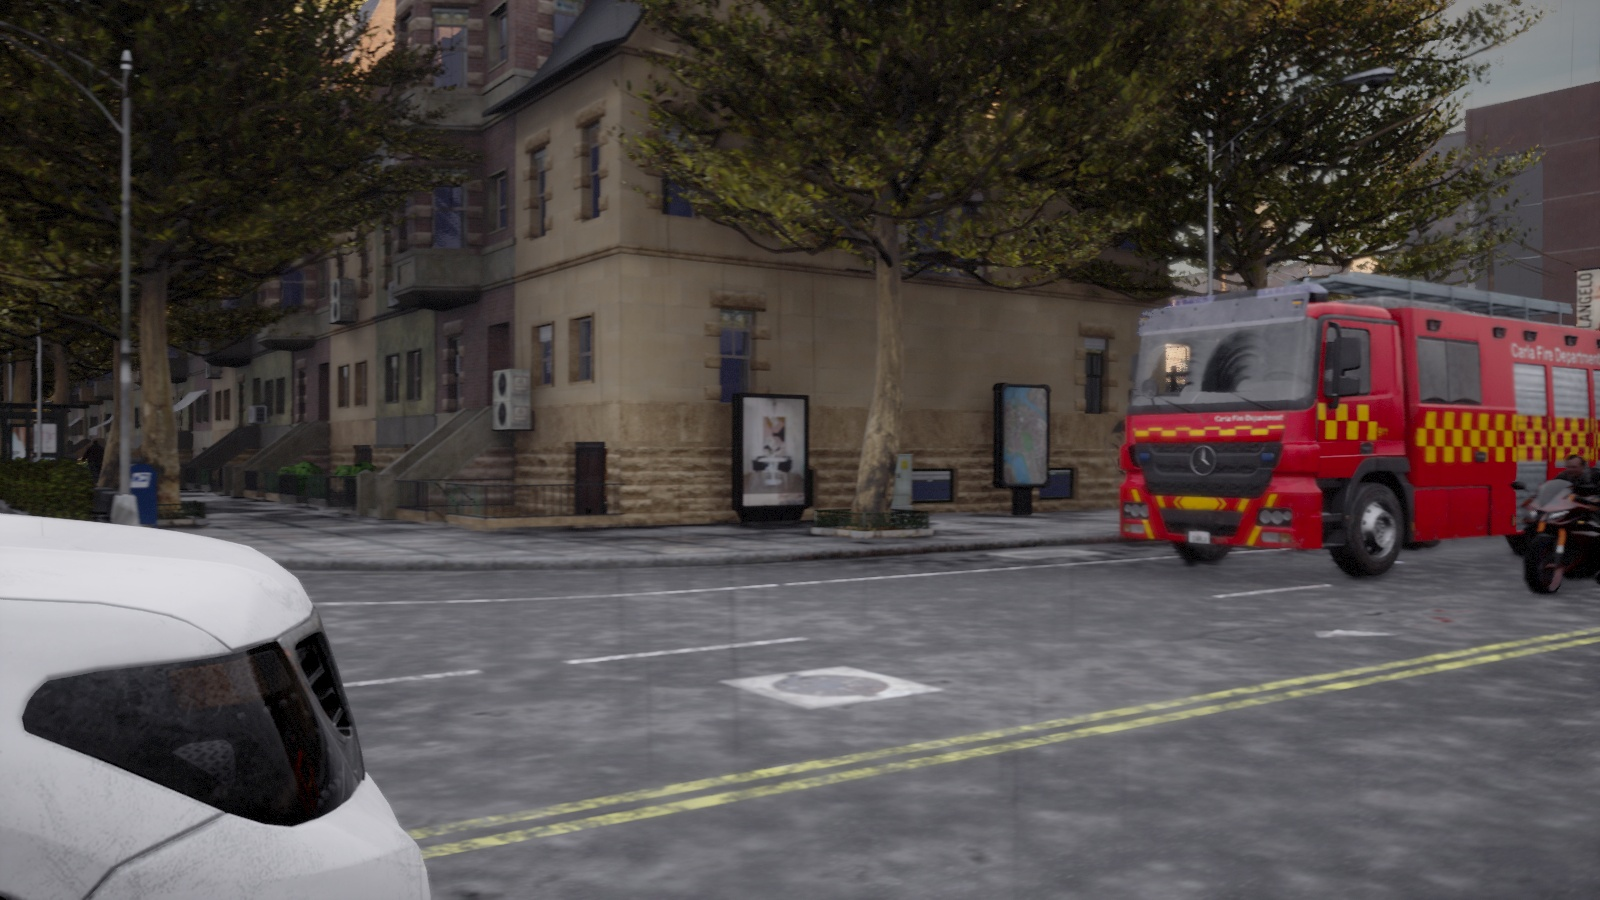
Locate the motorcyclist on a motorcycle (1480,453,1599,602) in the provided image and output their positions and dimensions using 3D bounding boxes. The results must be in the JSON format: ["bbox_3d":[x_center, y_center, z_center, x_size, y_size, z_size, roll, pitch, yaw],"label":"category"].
[{"bbox_3d":[8.518,0.796,13.851,2.191,1.530,0.866,0,0,-34],"label":"motorcyclist on a motorcycle"}]

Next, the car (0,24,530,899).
[{"bbox_3d":[-3.338,0.474,1.332,5.566,2.045,2.150,0,0,-35],"label":"car"}]

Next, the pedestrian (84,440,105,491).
[{"bbox_3d":[-26.280,0.573,46.772,0.634,1.844,0.899,0,0,-34],"label":"pedestrian"}]

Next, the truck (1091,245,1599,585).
[{"bbox_3d":[8.134,-0.393,17.745,8.468,3.827,2.891,0,0,-35],"label":"truck"}]
